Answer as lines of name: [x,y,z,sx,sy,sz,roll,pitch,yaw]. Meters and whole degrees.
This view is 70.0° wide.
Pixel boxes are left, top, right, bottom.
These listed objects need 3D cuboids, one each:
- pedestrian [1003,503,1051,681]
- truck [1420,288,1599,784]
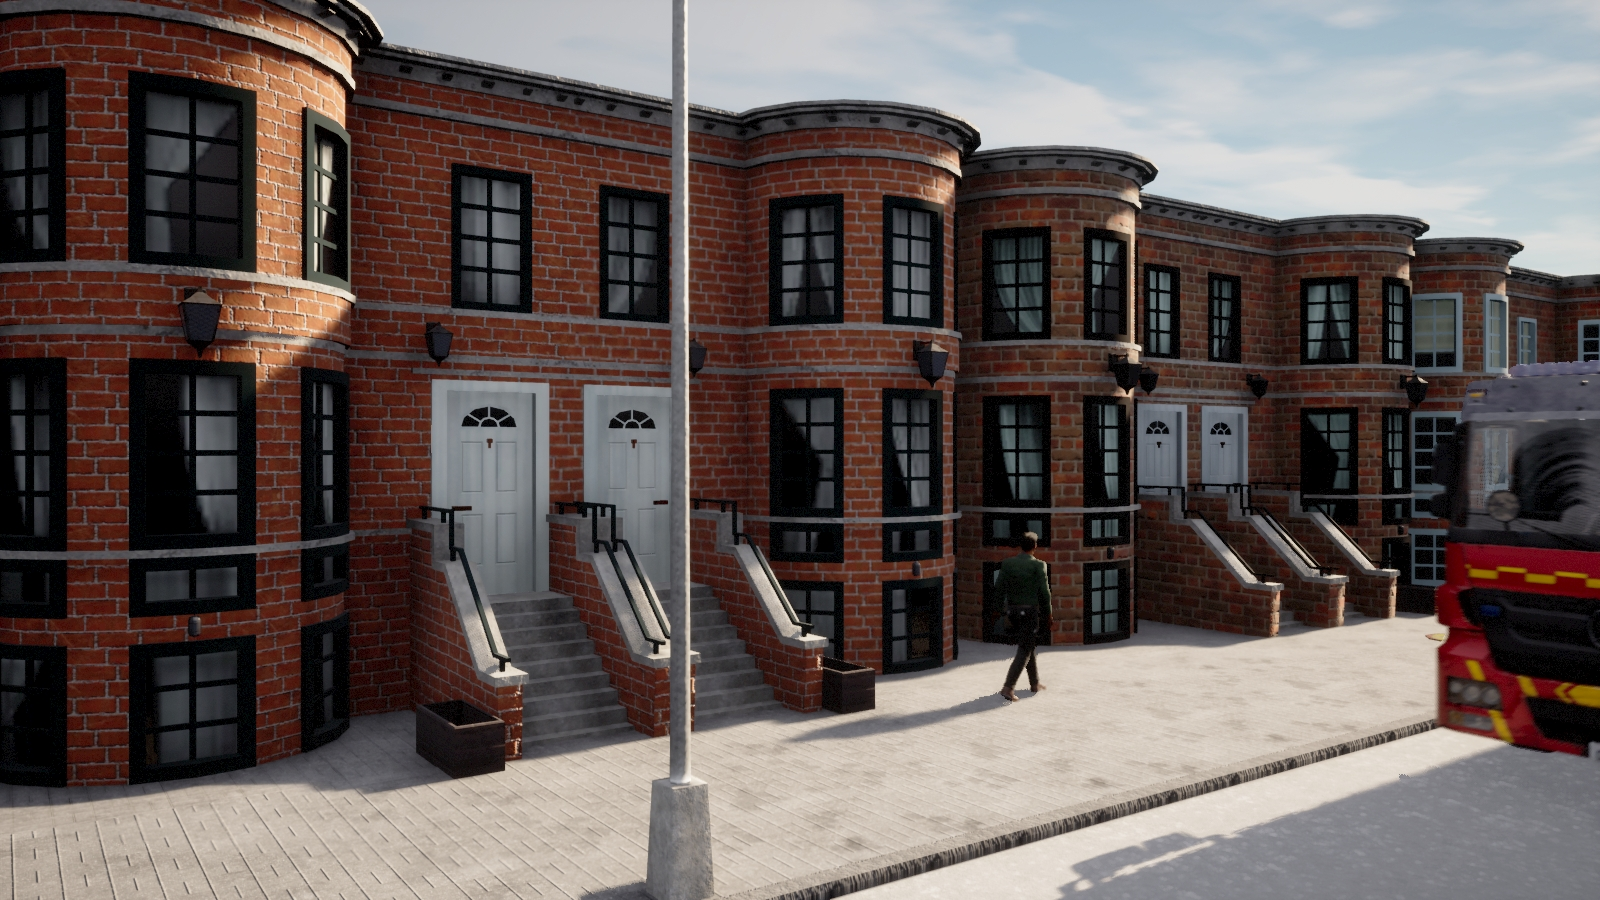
pedestrian: [2.462,1.521,12.400,0.375,1.860,0.375,0,0,44]
truck: [9.699,0.665,11.192,8.468,3.827,2.891,0,0,-35]
